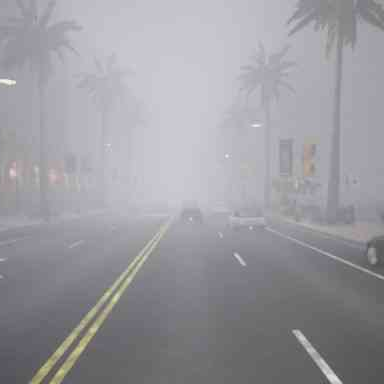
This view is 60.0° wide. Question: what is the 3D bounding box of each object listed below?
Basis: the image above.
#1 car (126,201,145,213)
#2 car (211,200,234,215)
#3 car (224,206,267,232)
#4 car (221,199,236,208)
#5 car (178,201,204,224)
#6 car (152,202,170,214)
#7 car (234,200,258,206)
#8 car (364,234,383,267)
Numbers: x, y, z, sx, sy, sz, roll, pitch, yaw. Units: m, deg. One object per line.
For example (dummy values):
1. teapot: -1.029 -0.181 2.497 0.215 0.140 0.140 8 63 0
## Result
1. car: -7.345 1.971 43.969 1.812 1.442 4.674 0 -1 0
2. car: 3.362 1.912 38.596 1.812 1.442 4.674 0 0 0
3. car: 3.464 1.819 21.785 1.895 1.301 4.718 0 -1 0
4. car: 6.515 2.115 60.231 2.161 1.482 4.786 0 -1 0
5. car: -0.073 1.780 27.252 1.837 1.490 4.892 0 -1 0
6. car: -3.840 1.984 41.609 1.994 1.385 4.181 0 -1 0
7. car: 6.352 1.736 38.303 2.185 1.767 4.553 0 -1 0
8. car: 6.536 1.569 8.929 2.231 1.521 4.892 0 -1 0
